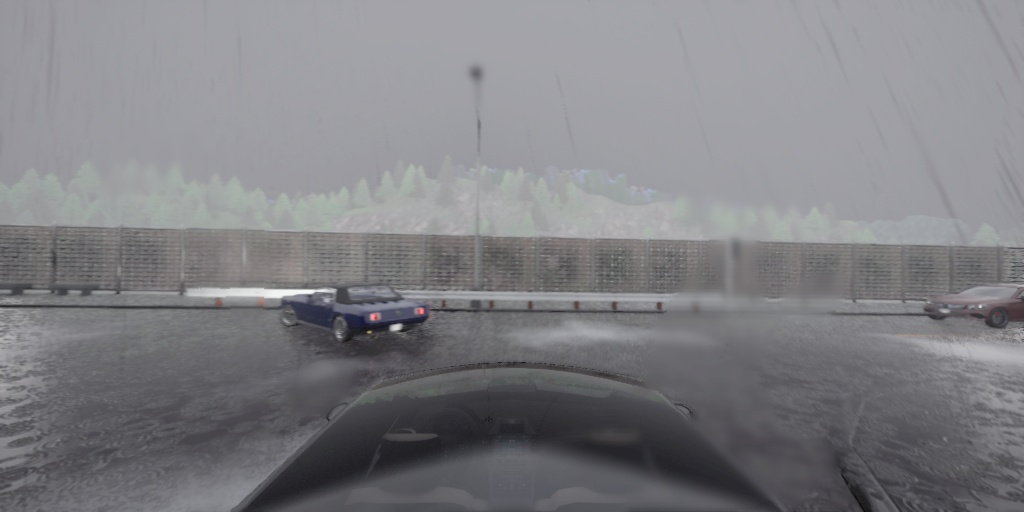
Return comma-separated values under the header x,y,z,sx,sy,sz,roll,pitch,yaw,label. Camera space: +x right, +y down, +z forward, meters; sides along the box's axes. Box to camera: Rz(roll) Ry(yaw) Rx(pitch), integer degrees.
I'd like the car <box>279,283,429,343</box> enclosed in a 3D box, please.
x,y,z,sx,sy,sz,roll,pitch,yaw,label
-4.480,1.375,9.770,4.718,1.301,1.895,0,-1,37,car

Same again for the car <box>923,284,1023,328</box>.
x,y,z,sx,sy,sz,roll,pitch,yaw,label
17.784,1.742,12.979,4.674,1.442,1.812,1,-1,-4,car
